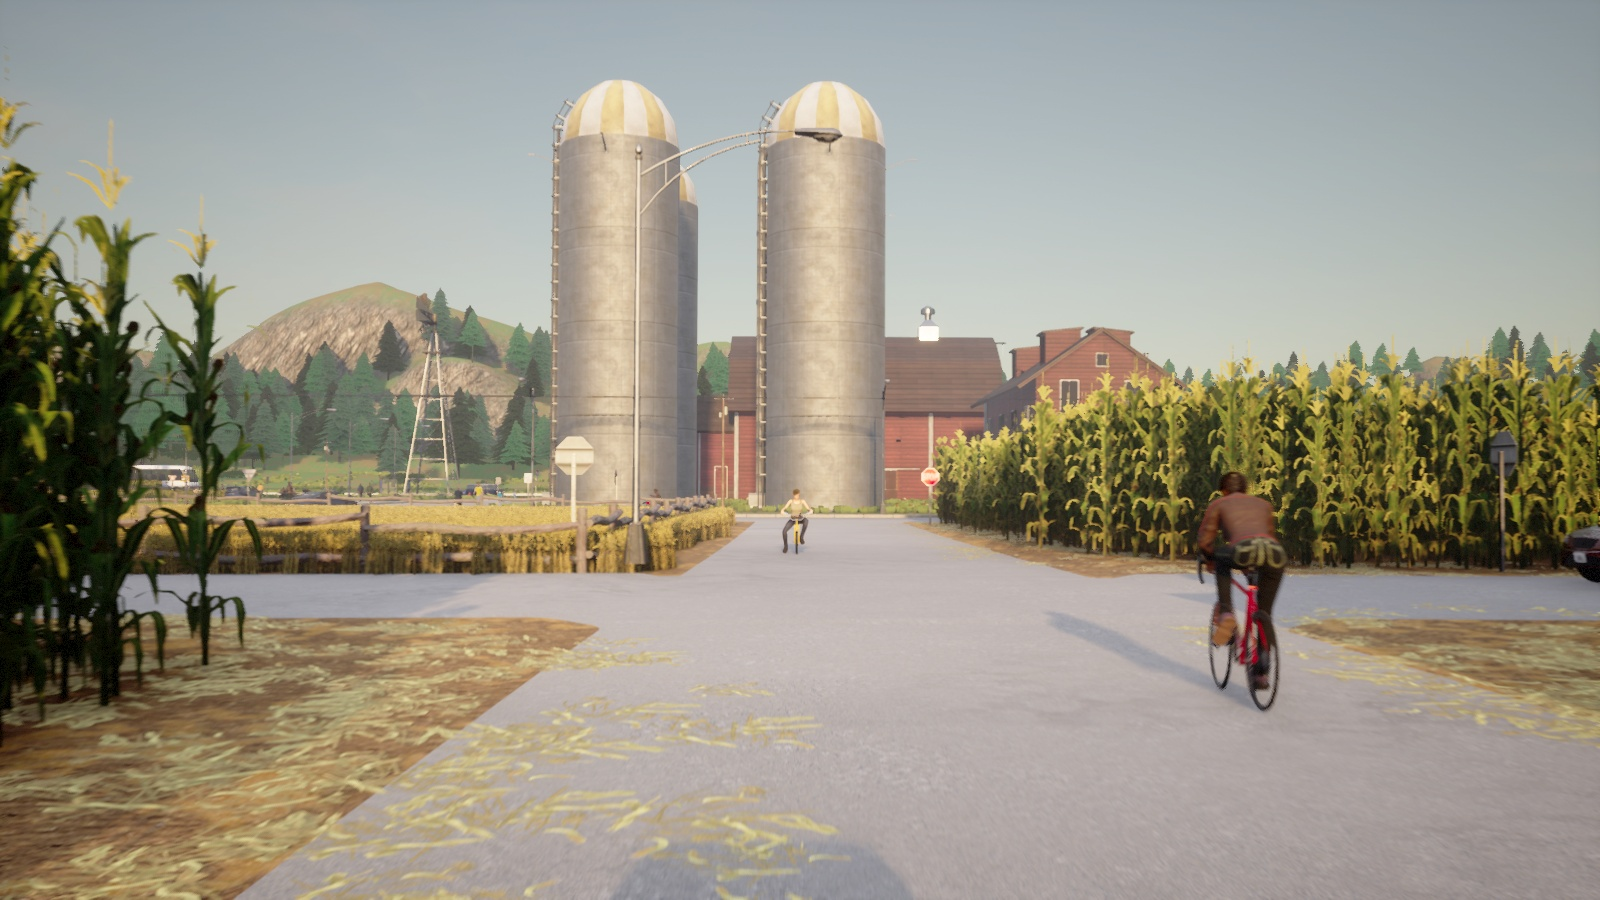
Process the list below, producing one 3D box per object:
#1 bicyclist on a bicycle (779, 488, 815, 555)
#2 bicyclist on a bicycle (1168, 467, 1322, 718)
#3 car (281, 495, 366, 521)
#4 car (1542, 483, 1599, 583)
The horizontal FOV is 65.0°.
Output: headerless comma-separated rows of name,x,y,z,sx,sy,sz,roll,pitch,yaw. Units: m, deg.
bicyclist on a bicycle,-0.070,1.769,31.317,0.866,1.612,1.509,0,-2,-1
bicyclist on a bicycle,3.134,0.954,9.004,0.582,1.620,1.656,0,-2,3
car,-26.732,3.235,70.609,1.994,1.385,4.181,-1,-2,28
car,13.984,1.241,19.193,4.193,1.474,1.816,0,-2,0
